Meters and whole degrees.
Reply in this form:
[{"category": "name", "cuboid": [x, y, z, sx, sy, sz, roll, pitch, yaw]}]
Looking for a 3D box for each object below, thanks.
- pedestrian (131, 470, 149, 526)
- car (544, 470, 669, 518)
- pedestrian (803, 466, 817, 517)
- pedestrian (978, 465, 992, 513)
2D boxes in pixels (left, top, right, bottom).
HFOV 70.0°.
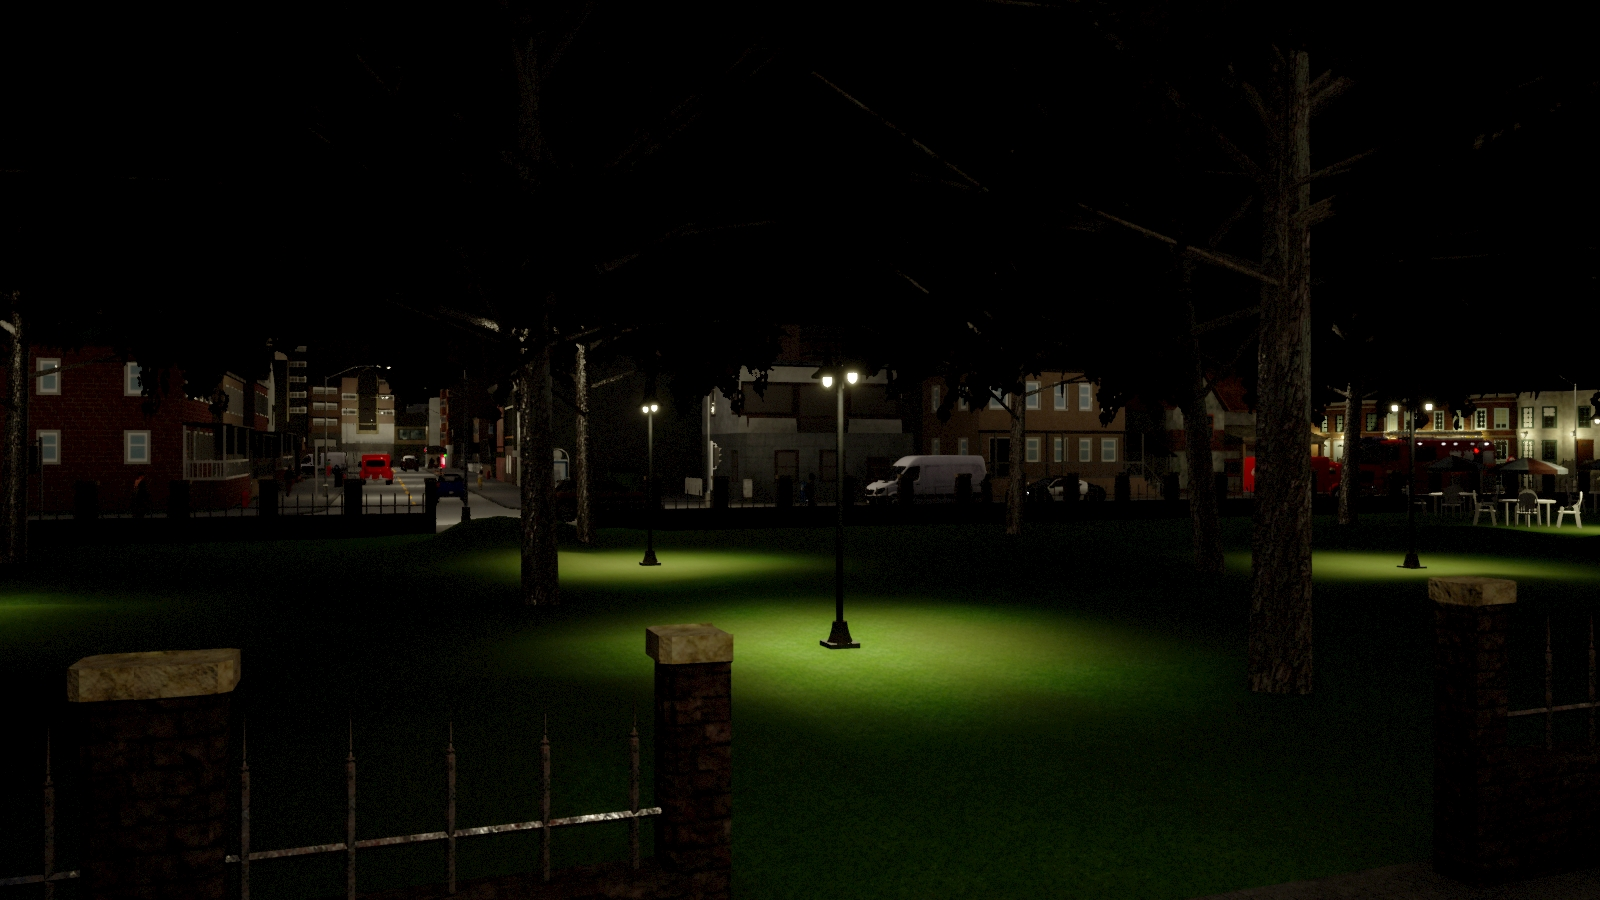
[{"category": "pedestrian", "cuboid": [-22.415, 1.628, 38.817, 0.375, 1.860, 0.375, 0, 0, 13]}, {"category": "car", "cuboid": [-7.629, 1.686, 44.990, 4.553, 1.767, 2.097, 0, 0, -20]}, {"category": "pedestrian", "cuboid": [0.369, 1.525, 42.247, 0.375, 1.860, 0.375, 0, 0, -20]}, {"category": "pedestrian", "cuboid": [7.244, 1.525, 44.758, 0.375, 1.860, 0.375, 0, 0, -19]}]
